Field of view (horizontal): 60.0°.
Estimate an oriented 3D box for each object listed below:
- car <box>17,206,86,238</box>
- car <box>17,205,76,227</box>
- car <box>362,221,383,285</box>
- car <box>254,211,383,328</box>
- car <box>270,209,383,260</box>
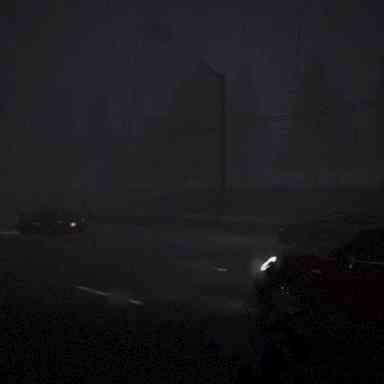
[{"bbox_3d":[-7.672,1.628,18.060,4.181,1.385,1.994,0,0,35],"label":"car"},{"bbox_3d":[-10.809,1.689,24.594,4.718,1.301,1.895,0,0,35],"label":"car"},{"bbox_3d":[6.548,1.562,7.920,4.181,1.385,1.994,0,0,35],"label":"car"},{"bbox_3d":[3.421,1.355,5.851,4.553,1.767,2.097,0,0,35],"label":"car"},{"bbox_3d":[5.735,1.503,12.799,4.902,1.511,2.128,0,0,35],"label":"car"}]
